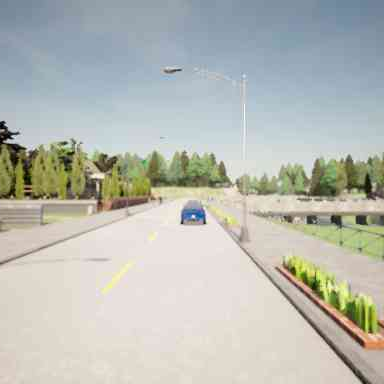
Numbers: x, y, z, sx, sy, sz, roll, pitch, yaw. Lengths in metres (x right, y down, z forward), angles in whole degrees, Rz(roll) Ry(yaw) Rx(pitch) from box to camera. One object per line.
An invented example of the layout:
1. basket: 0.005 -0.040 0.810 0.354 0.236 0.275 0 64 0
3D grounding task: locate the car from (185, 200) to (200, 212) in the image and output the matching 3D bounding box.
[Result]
1. car: 0.105 1.746 42.605 1.812 1.442 4.674 0 0 0

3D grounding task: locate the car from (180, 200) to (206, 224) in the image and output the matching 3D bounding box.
1. car: 0.100 1.612 26.054 1.882 1.535 5.008 0 -1 0
